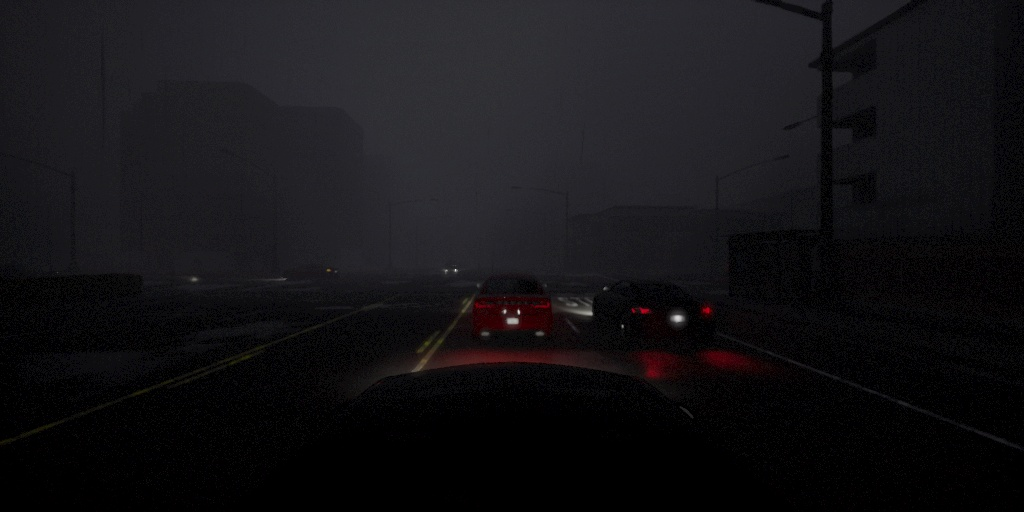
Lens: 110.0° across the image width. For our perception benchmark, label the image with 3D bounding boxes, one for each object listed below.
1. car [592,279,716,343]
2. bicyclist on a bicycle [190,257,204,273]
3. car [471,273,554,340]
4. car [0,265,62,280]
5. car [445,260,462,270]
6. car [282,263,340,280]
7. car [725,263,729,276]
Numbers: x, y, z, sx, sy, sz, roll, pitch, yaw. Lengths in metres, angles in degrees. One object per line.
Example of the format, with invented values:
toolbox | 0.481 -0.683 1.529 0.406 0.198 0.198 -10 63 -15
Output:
car | 3.502 1.293 9.612 1.994 1.385 4.181 0 0 0
bicyclist on a bicycle | -32.047 0.959 36.519 0.582 1.620 1.656 0 0 -2
car | 0.000 1.205 9.958 1.882 1.535 5.008 0 0 0
car | -35.322 1.287 25.415 4.718 1.301 1.895 0 0 -2
car | -9.339 1.391 55.948 1.837 1.490 4.892 0 0 -3
car | -16.461 1.255 29.515 4.181 1.385 1.994 0 0 2
car | 19.196 0.737 27.800 4.553 1.767 2.097 -1 0 -6
